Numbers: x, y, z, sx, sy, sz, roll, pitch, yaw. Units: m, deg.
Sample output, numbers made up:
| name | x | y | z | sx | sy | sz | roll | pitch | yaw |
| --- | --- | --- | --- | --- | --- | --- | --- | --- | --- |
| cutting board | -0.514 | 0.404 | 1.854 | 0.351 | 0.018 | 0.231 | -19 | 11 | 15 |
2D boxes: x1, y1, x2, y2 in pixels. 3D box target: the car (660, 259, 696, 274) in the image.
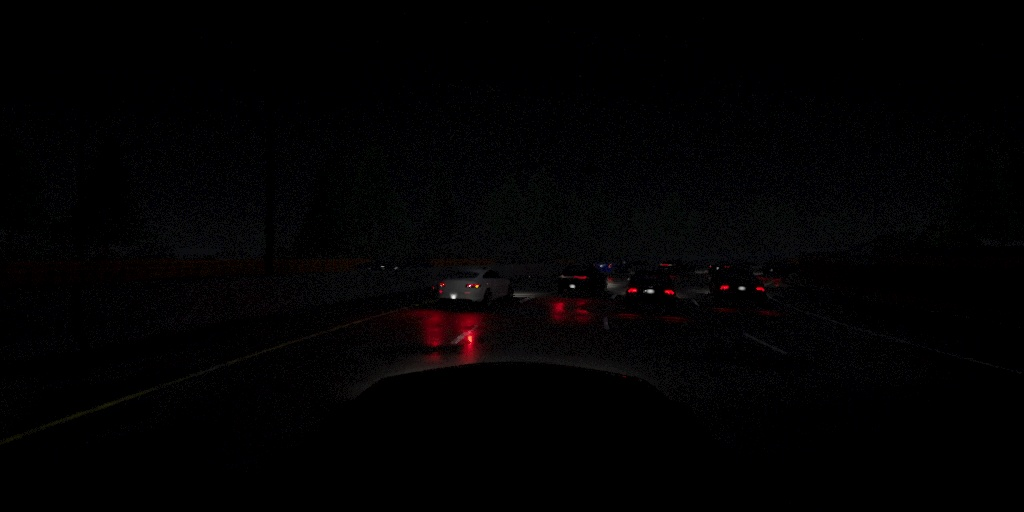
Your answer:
| name | x | y | z | sx | sy | sz | roll | pitch | yaw |
| --- | --- | --- | --- | --- | --- | --- | --- | --- | --- |
| car | 16.564 | 1.026 | 35.639 | 4.902 | 1.511 | 2.128 | 0 | 0 | -40 |

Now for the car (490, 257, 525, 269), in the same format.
| name | x | y | z | sx | sy | sz | roll | pitch | yaw |
| --- | --- | --- | --- | --- | --- | --- | --- | --- | --- |
| car | -0.588 | 0.900 | 48.798 | 4.674 | 1.442 | 1.812 | 0 | 1 | -43 |

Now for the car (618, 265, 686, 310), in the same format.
| name | x | y | z | sx | sy | sz | roll | pitch | yaw |
| --- | --- | --- | --- | --- | --- | --- | --- | --- | --- |
| car | 5.831 | 1.303 | 14.999 | 2.033 | 1.411 | 5.357 | 1 | 0 | 22 |

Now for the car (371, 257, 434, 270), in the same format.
| name | x | y | z | sx | sy | sz | roll | pitch | yaw |
| --- | --- | --- | --- | --- | --- | --- | --- | --- | --- |
| car | -7.865 | 0.878 | 27.101 | 2.097 | 1.767 | 4.553 | 1 | 0 | 27 |

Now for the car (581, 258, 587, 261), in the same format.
| name | x | y | z | sx | sy | sz | roll | pitch | yaw |
| --- | --- | --- | --- | --- | --- | --- | --- | --- | --- |
| car | 13.521 | 0.639 | 58.981 | 4.553 | 1.767 | 2.097 | 0 | 1 | -28 |

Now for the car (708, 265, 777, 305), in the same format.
| name | x | y | z | sx | sy | sz | roll | pitch | yaw |
| --- | --- | --- | --- | --- | --- | --- | --- | --- | --- |
| car | 10.274 | 1.348 | 16.554 | 2.033 | 1.411 | 5.357 | 1 | 0 | 26 |

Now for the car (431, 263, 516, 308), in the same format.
| name | x | y | z | sx | sy | sz | roll | pitch | yaw |
| --- | --- | --- | --- | --- | --- | --- | --- | --- | --- |
| car | -1.380 | 1.193 | 14.795 | 1.812 | 1.442 | 4.674 | 0 | 0 | 17 |

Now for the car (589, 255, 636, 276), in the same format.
| name | x | y | z | sx | sy | sz | roll | pitch | yaw |
| --- | --- | --- | --- | --- | --- | --- | --- | --- | --- |
| car | 9.469 | 0.908 | 33.701 | 2.097 | 1.767 | 4.553 | 1 | 1 | 42 |

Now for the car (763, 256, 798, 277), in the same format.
| name | x | y | z | sx | sy | sz | roll | pitch | yaw |
| --- | --- | --- | --- | --- | --- | --- | --- | --- | --- |
| car | 25.141 | 1.058 | 33.201 | 4.902 | 1.511 | 2.128 | 0 | 0 | -32 |

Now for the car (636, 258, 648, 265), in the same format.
| name | x | y | z | sx | sy | sz | roll | pitch | yaw |
| --- | --- | --- | --- | --- | --- | --- | --- | --- | --- |
| car | 17.867 | 0.949 | 53.314 | 4.718 | 1.301 | 1.895 | 0 | 1 | -29 |

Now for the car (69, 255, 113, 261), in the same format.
| name | x | y | z | sx | sy | sz | roll | pitch | yaw |
| --- | --- | --- | --- | --- | --- | --- | --- | --- | --- |
| car | -33.323 | 0.770 | 28.316 | 2.033 | 1.411 | 5.357 | 1 | 0 | -18 |

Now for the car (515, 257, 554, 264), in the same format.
| name | x | y | z | sx | sy | sz | roll | pitch | yaw |
| --- | --- | --- | --- | --- | --- | --- | --- | --- | --- |
| car | 3.071 | 0.958 | 42.369 | 4.892 | 1.490 | 1.837 | 0 | 0 | -44 |

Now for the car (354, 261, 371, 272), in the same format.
| name | x | y | z | sx | sy | sz | roll | pitch | yaw |
| --- | --- | --- | --- | --- | --- | --- | --- | --- | --- |
| car | -10.604 | 0.972 | 29.469 | 2.128 | 1.511 | 4.902 | 1 | 0 | 28 |

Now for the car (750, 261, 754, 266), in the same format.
| name | x | y | z | sx | sy | sz | roll | pitch | yaw |
| --- | --- | --- | --- | --- | --- | --- | --- | --- | --- |
| car | 29.773 | 0.903 | 47.637 | 5.357 | 1.411 | 2.033 | -1 | 1 | -26 |

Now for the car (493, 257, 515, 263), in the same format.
| name | x | y | z | sx | sy | sz | roll | pitch | yaw |
| --- | --- | --- | --- | --- | --- | --- | --- | --- | --- |
| car | 0.063 | 0.933 | 44.284 | 1.837 | 1.490 | 4.892 | 0 | 0 | 45 |

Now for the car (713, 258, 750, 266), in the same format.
| name | x | y | z | sx | sy | sz | roll | pitch | yaw |
| --- | --- | --- | --- | --- | --- | --- | --- | --- | --- |
| car | 20.652 | 1.115 | 34.371 | 4.181 | 1.385 | 1.994 | 0 | 1 | -37 |

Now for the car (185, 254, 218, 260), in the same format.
| name | x | y | z | sx | sy | sz | roll | pitch | yaw |
| --- | --- | --- | --- | --- | --- | --- | --- | --- | --- |
| car | -38.060 | 0.574 | 43.506 | 1.882 | 1.535 | 5.008 | 1 | 0 | -16 |

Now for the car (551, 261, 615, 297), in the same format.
| name | x | y | z | sx | sy | sz | roll | pitch | yaw |
| --- | --- | --- | --- | --- | --- | --- | --- | --- | --- |
| car | 3.800 | 1.201 | 18.862 | 2.128 | 1.511 | 4.902 | 0 | 0 | 24 |

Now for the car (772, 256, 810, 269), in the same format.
| name | x | y | z | sx | sy | sz | roll | pitch | yaw |
| --- | --- | --- | --- | --- | --- | --- | --- | --- | --- |
| car | 36.736 | 0.778 | 47.179 | 5.008 | 1.535 | 1.882 | -1 | 1 | -26 |
